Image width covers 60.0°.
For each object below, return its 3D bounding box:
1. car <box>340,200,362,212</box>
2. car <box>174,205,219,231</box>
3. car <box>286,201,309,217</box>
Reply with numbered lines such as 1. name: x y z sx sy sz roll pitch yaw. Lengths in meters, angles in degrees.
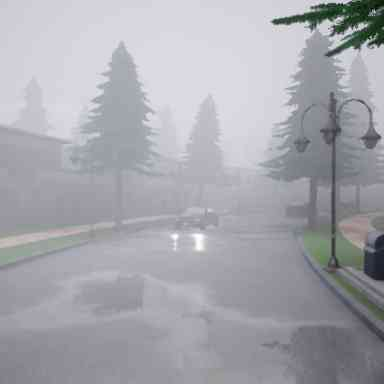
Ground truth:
1. car: 20.732 1.768 43.965 4.892 1.490 1.837 0 0 -41
2. car: 0.428 1.622 21.668 1.812 1.442 4.674 0 0 21
3. car: 10.961 1.656 33.268 1.882 1.535 5.008 0 0 35
